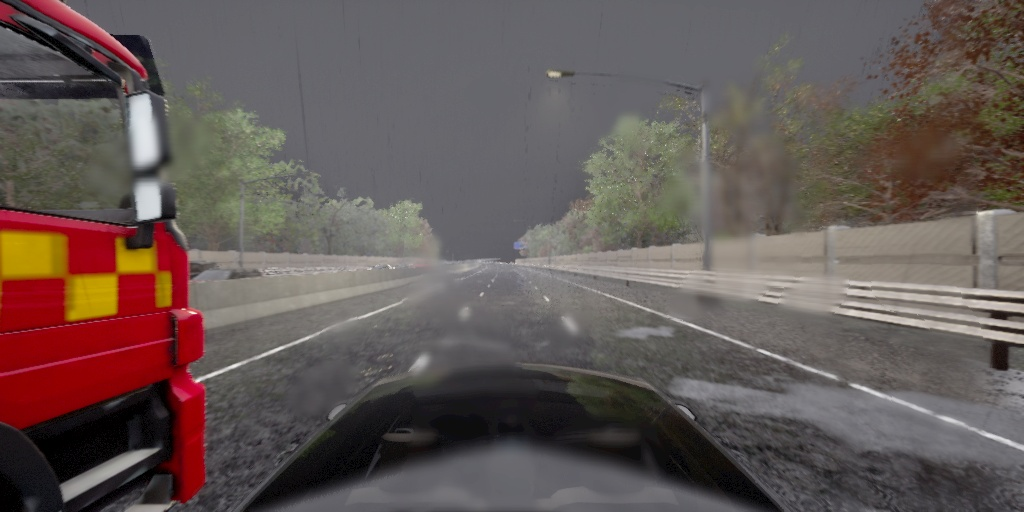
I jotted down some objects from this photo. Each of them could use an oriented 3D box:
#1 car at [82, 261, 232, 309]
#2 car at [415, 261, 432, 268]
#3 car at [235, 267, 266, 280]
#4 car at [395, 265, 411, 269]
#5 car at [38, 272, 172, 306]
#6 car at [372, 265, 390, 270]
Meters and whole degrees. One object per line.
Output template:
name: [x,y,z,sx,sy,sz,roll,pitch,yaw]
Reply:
car: [-17.605,1.284,18.359,2.150,2.045,5.566,0,0,0]
car: [-14.656,1.925,59.700,2.150,2.045,5.566,0,-1,-1]
car: [-14.097,1.377,17.449,2.097,1.767,4.553,0,-1,0]
car: [-18.158,2.220,59.663,1.837,1.490,4.892,0,-1,-1]
car: [-21.104,1.627,18.988,1.812,1.442,4.674,0,-1,0]
car: [-21.649,2.249,59.485,1.837,1.490,4.892,0,-1,-1]
